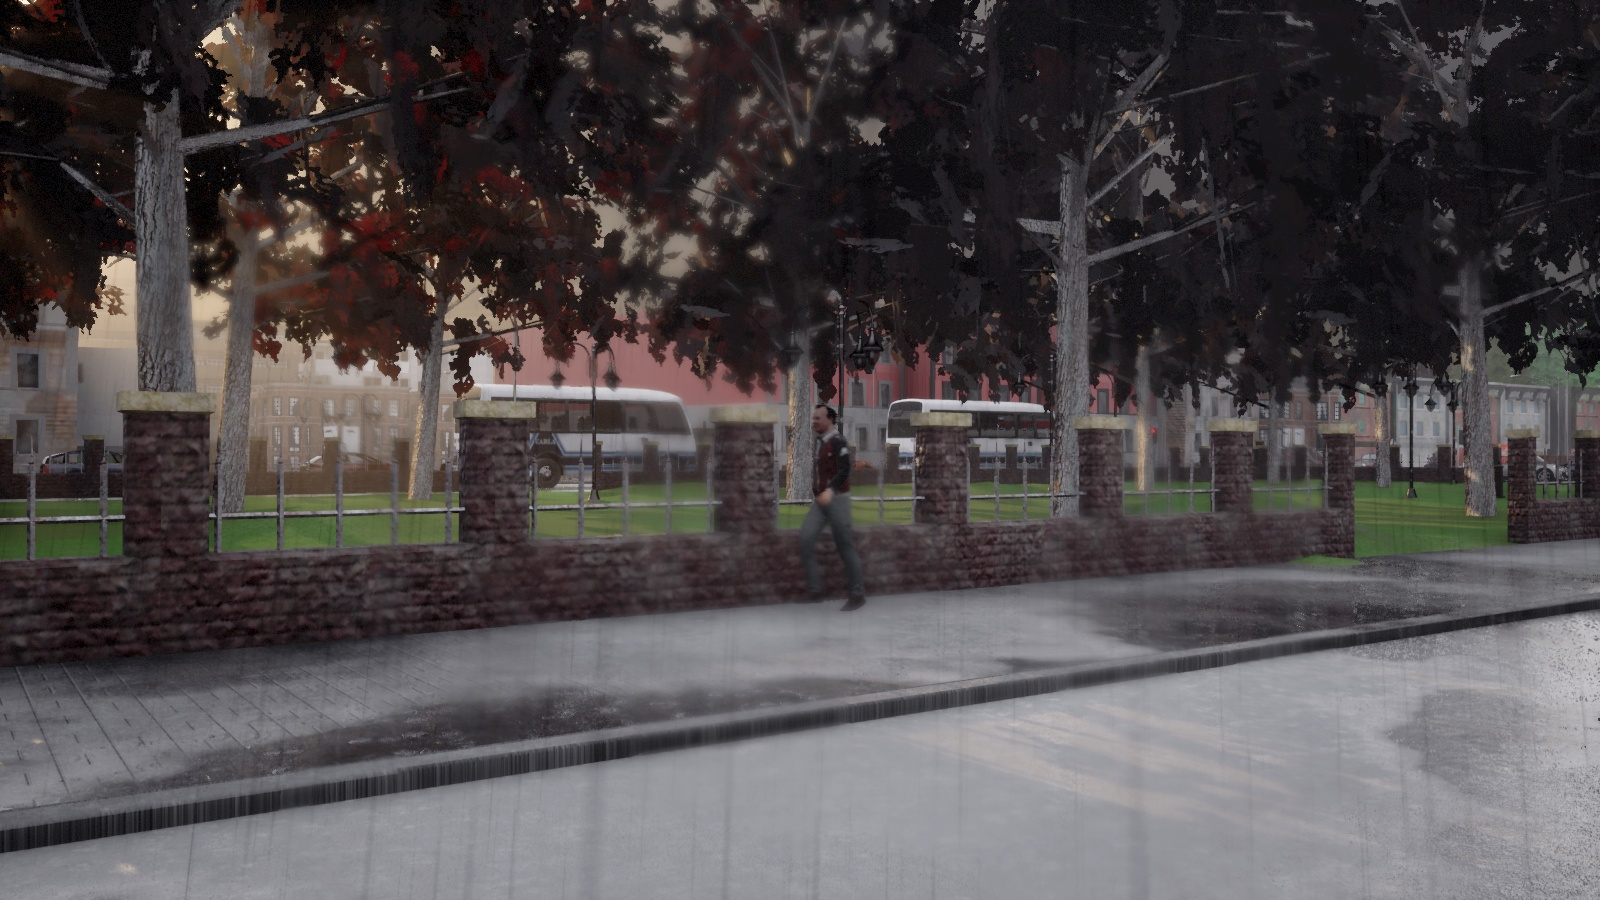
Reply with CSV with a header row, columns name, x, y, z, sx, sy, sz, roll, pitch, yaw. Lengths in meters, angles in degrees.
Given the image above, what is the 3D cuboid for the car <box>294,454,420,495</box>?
name,x,y,z,sx,sy,sz,roll,pitch,yaw
car,-16.821,0.911,47.789,4.193,1.474,1.816,0,0,-35

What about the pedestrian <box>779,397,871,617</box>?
name,x,y,z,sx,sy,sz,roll,pitch,yaw
pedestrian,0.218,0.481,10.968,0.720,1.854,0.376,0,0,-35

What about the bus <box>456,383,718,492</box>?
name,x,y,z,sx,sy,sz,roll,pitch,yaw
bus,-8.897,-0.482,53.337,10.273,4.253,3.944,0,0,-35

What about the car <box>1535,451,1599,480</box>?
name,x,y,z,sx,sy,sz,roll,pitch,yaw
car,41.646,0.818,65.962,2.163,1.488,4.792,0,0,-35

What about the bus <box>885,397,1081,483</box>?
name,x,y,z,sx,sy,sz,roll,pitch,yaw
bus,9.780,-0.490,66.470,10.273,4.253,3.944,0,0,-34

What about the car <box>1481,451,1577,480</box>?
name,x,y,z,sx,sy,sz,roll,pitch,yaw
car,37.564,0.789,64.729,1.970,1.475,3.806,0,0,-37

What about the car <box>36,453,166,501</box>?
name,x,y,z,sx,sy,sz,roll,pitch,yaw
car,-23.848,0.879,42.861,3.705,1.549,1.789,0,0,-35
